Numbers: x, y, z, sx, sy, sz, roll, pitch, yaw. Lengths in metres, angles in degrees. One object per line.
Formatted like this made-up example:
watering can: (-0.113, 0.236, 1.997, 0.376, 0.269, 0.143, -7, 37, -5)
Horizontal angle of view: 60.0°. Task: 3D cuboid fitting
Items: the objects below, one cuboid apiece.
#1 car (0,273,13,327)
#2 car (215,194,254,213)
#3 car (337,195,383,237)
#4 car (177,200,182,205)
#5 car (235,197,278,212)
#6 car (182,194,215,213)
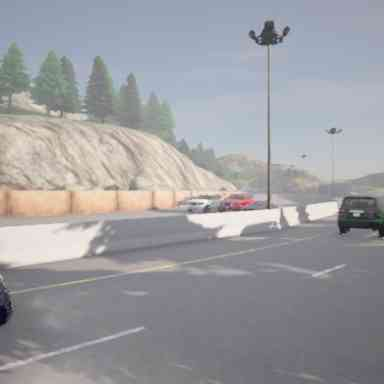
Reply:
car: (-4.949, 1.576, 4.756, 4.181, 1.385, 1.994, 0, 0, -35)
car: (4.951, 1.186, 35.265, 2.150, 2.045, 5.566, 0, 0, 32)
car: (9.700, 1.180, 18.065, 2.150, 2.045, 5.566, 0, 0, 41)
car: (-0.114, 1.110, 40.286, 1.812, 1.442, 4.674, 0, 0, 30)
car: (6.407, 1.506, 31.213, 2.033, 1.411, 5.357, 0, 0, 35)
car: (1.634, 1.194, 36.592, 2.150, 2.045, 5.566, 0, 0, 33)
